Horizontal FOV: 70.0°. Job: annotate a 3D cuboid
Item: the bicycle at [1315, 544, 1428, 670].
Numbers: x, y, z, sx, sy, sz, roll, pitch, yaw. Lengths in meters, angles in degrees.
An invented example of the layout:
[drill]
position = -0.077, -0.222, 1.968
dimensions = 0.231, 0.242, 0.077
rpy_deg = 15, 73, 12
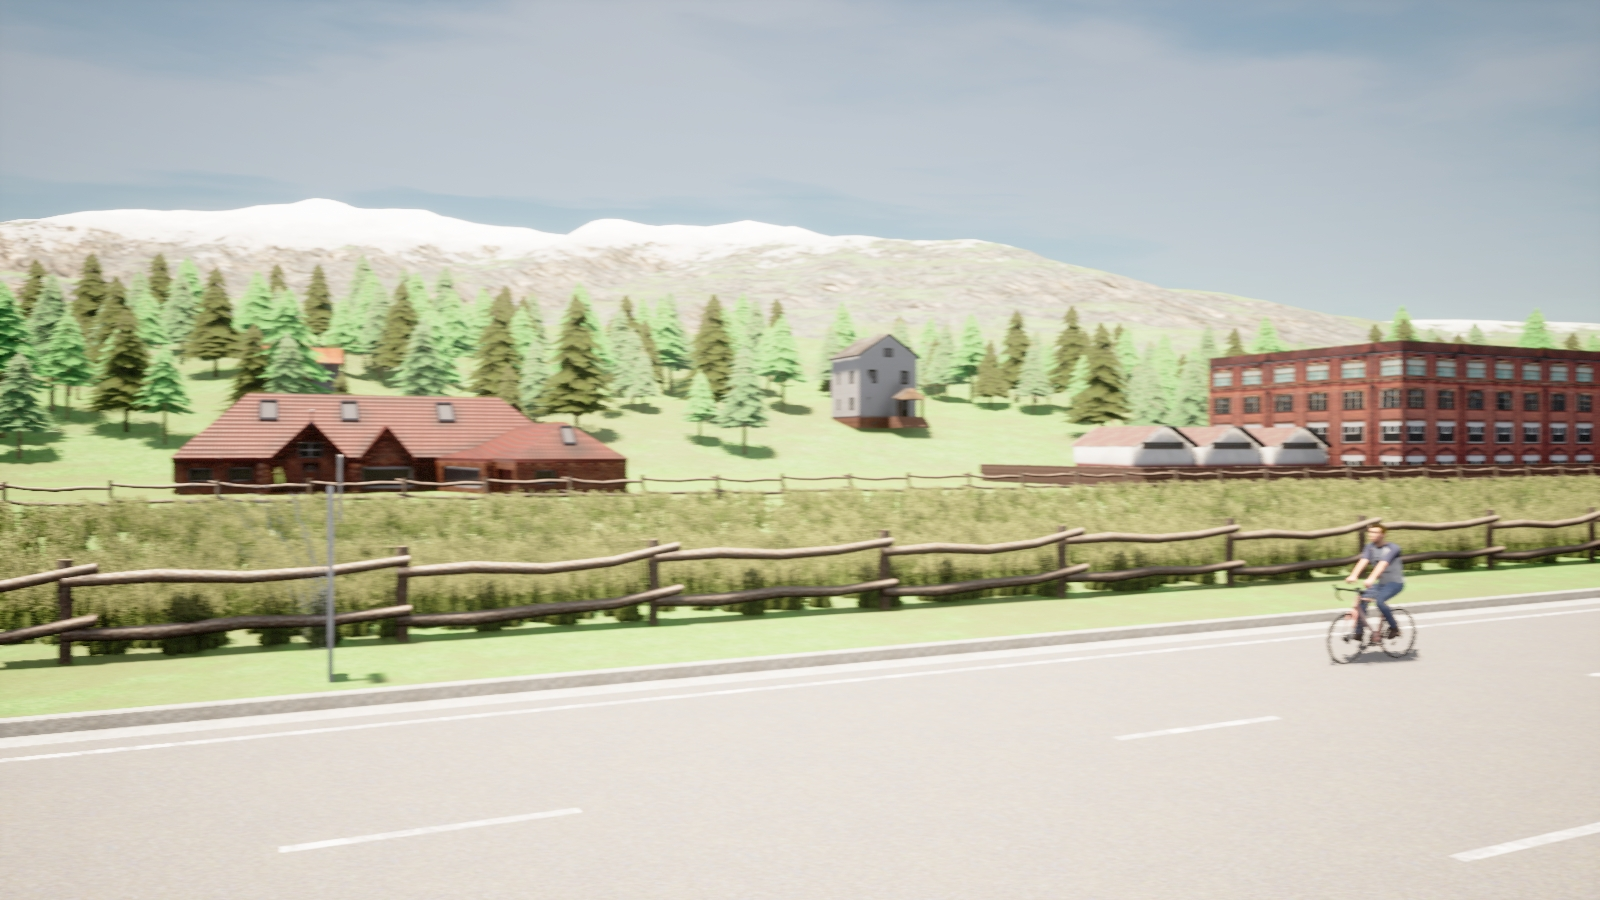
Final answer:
[bicycle]
position = 7.461, 2.016, 14.904
dimensions = 1.643, 1.496, 0.373
rpy_deg = 0, 0, -25
